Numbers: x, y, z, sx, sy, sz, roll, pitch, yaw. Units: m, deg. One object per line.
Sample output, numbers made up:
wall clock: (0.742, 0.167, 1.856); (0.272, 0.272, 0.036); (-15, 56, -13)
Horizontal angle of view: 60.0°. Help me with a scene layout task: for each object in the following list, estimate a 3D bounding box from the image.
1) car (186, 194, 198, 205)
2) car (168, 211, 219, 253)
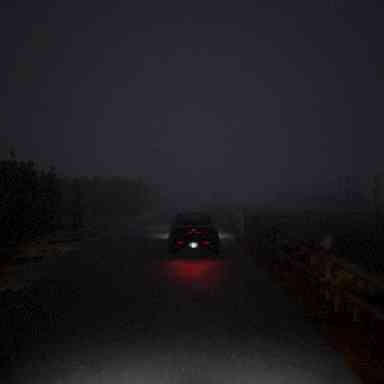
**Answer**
car: (0.015, 1.425, 64.143); (2.150, 2.045, 5.566); (0, 0, 0)
car: (0.073, 1.551, 13.825); (1.837, 1.490, 4.892); (0, 0, 0)
